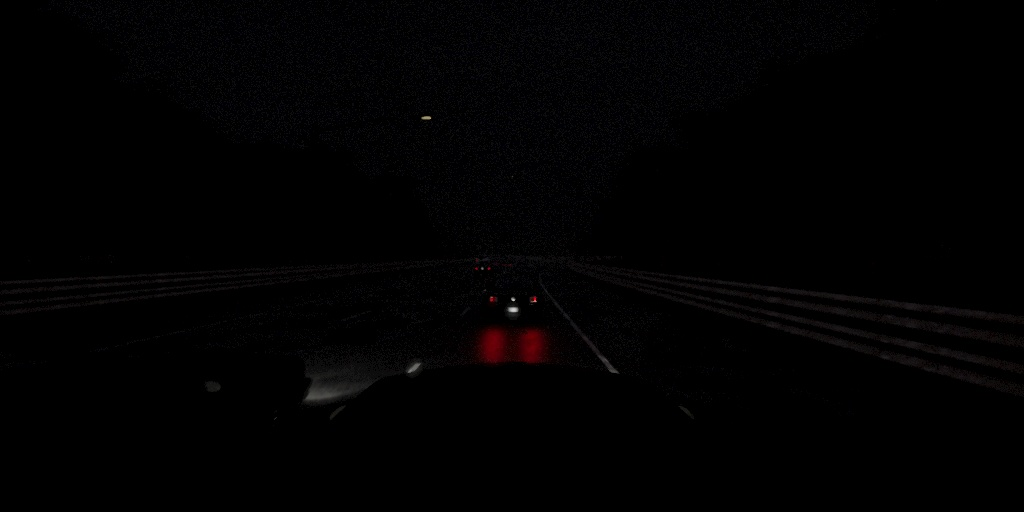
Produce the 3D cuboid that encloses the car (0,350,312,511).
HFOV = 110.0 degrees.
[{"bbox_3d":[-3.416,1.296,1.967,2.033,1.411,5.357,0,0,0],"label":"car"}]

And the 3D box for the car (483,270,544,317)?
[{"bbox_3d":[0.074,1.349,13.138,1.895,1.301,4.718,0,0,1],"label":"car"}]

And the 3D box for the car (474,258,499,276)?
[{"bbox_3d":[-2.767,1.264,37.330,2.033,1.411,5.357,0,0,2],"label":"car"}]

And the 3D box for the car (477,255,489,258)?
[{"bbox_3d":[-5.124,0.849,63.542,2.150,2.045,5.566,0,0,3],"label":"car"}]
